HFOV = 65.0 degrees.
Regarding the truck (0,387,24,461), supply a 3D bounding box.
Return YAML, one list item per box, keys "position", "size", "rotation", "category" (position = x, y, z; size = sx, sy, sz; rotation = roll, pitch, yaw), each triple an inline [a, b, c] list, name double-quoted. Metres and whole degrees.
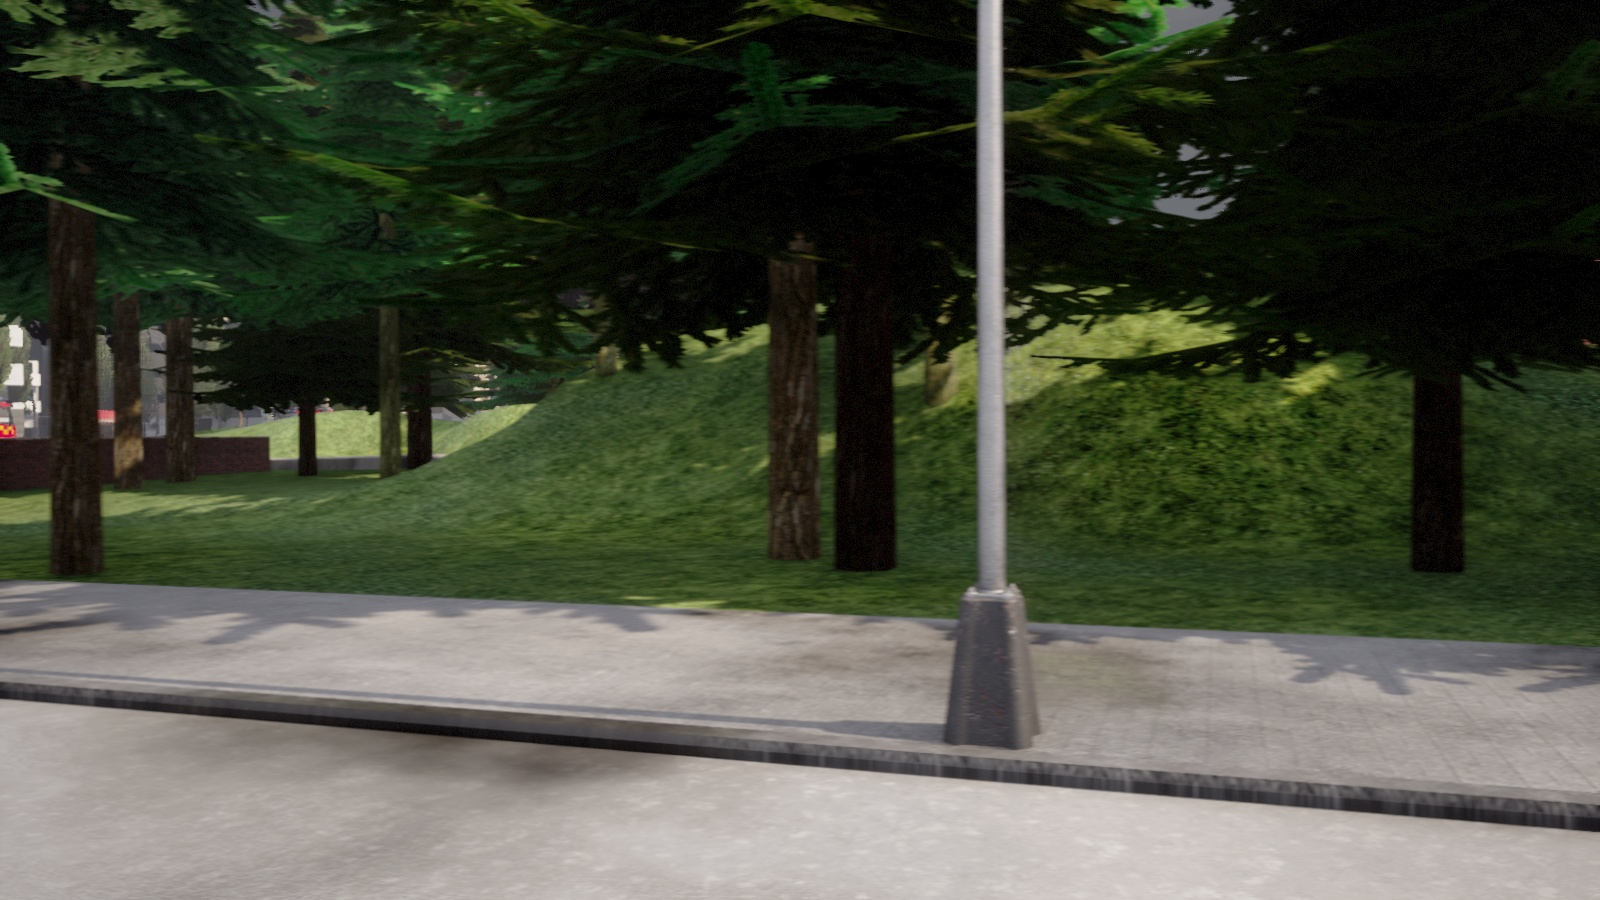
- position: [-43.679, -1.331, 62.719]
  size: [2.891, 3.827, 8.468]
  rotation: [0, 1, 19]
  category: "truck"
